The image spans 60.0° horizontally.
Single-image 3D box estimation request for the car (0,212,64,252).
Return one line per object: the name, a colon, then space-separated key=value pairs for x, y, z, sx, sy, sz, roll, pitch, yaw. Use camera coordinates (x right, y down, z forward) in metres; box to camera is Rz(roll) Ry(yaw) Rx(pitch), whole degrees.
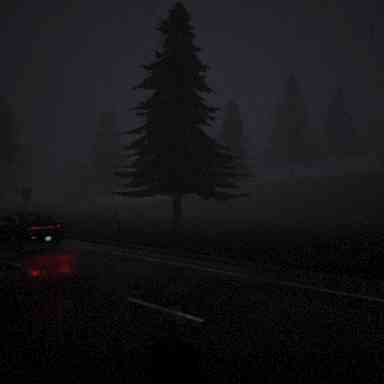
car: x=-7.572 y=1.626 z=14.697 sx=4.902 sy=1.511 sz=2.128 roll=0 pitch=-1 yaw=39
